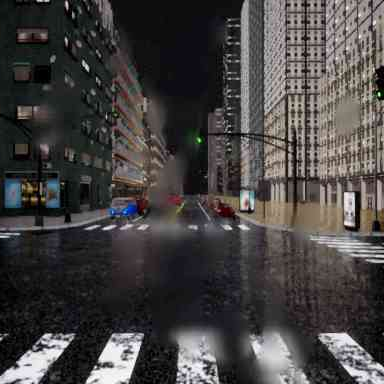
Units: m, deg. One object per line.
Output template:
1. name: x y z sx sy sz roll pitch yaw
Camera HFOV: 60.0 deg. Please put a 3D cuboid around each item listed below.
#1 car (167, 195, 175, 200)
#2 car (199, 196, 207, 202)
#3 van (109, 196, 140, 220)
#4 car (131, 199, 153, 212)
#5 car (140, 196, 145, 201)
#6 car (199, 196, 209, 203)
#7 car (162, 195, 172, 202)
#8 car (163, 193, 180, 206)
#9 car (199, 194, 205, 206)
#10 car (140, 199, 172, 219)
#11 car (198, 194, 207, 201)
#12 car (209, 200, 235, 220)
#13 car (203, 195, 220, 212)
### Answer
1. car: -5.861 1.643 94.207 1.947 1.339 4.313 0 0 0
2. car: 2.551 1.636 77.639 1.802 1.307 4.206 0 0 0
3. van: -5.734 1.351 27.876 1.690 1.788 3.998 0 0 0
4. car: -5.757 1.561 38.931 1.887 1.381 4.507 0 0 0
5. car: -5.744 1.329 33.403 2.192 1.841 5.009 0 0 0
6. car: 2.561 1.592 72.112 1.887 1.381 4.507 0 0 0
7. car: -5.829 1.494 77.624 1.967 1.590 4.097 0 0 0
8. car: -3.103 1.197 54.860 2.150 2.045 5.566 0 0 0
9. car: 2.594 1.469 55.529 1.967 1.590 4.097 0 0 0
10. car: -3.054 1.578 28.699 1.994 1.385 4.181 0 0 0
11. car: 2.542 1.376 83.167 2.192 1.841 5.009 0 0 0
12. car: 2.645 1.592 27.890 1.802 1.307 4.206 0 0 0
13. car: 2.625 1.457 38.946 1.967 1.590 4.097 0 0 0
